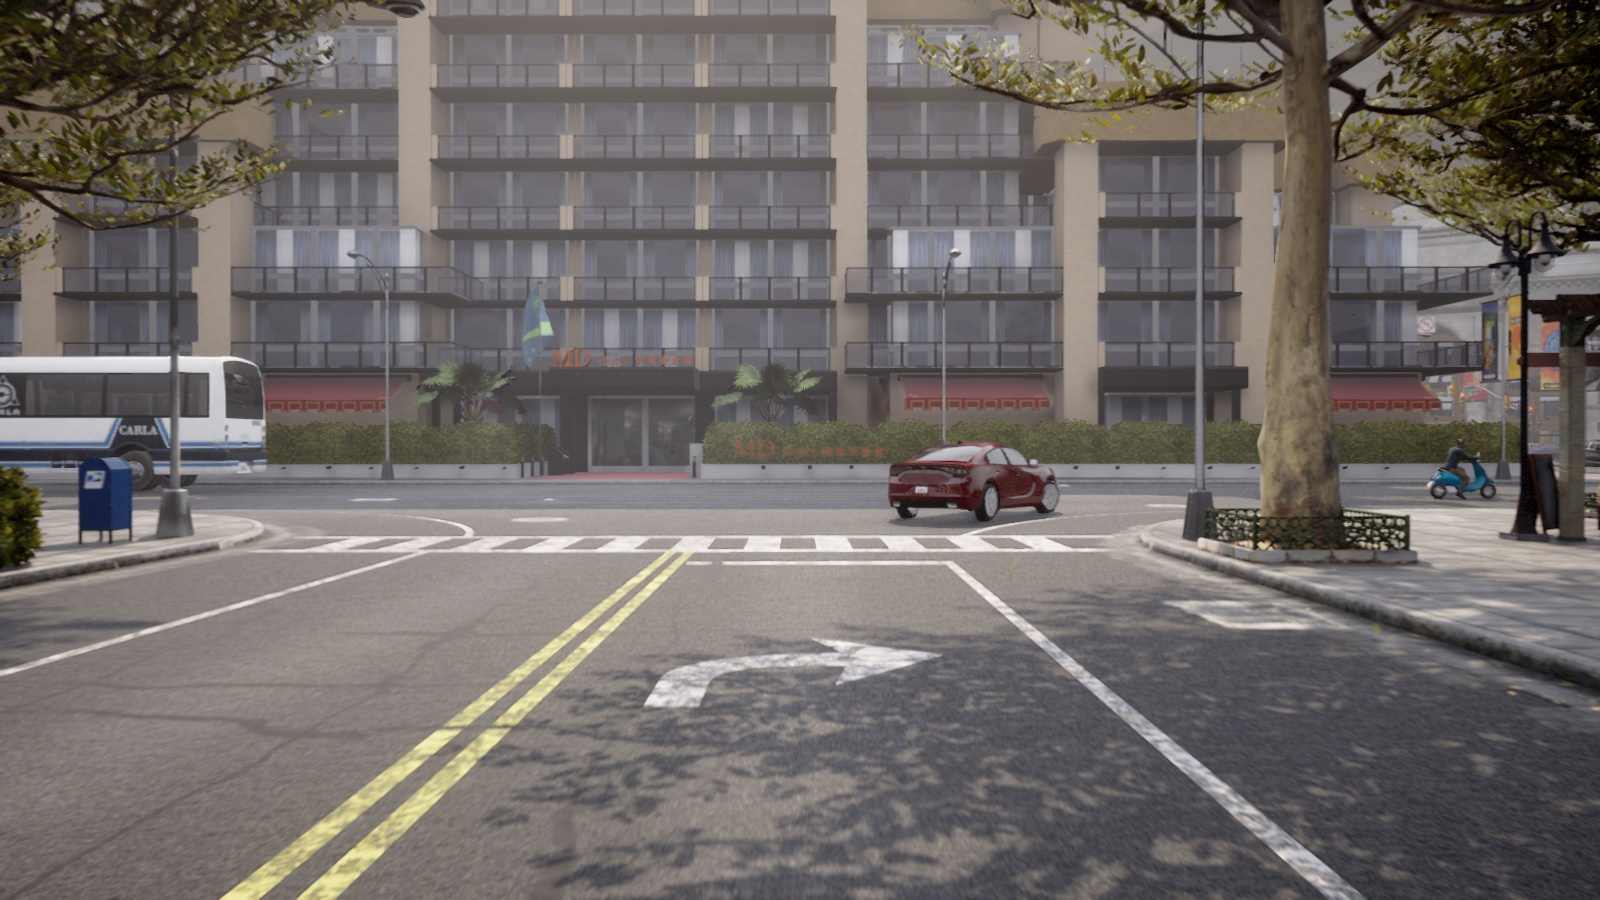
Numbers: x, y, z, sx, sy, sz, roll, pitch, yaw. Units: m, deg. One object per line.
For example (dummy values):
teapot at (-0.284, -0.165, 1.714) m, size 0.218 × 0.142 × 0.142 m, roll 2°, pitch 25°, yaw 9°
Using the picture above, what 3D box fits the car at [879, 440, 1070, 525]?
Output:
car at (3.652, 0.584, 25.429) m, size 1.882 × 1.535 × 5.008 m, roll 0°, pitch 0°, yaw 33°

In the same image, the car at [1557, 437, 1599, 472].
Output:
car at (38.527, 0.220, 59.625) m, size 2.152 × 1.651 × 5.027 m, roll 0°, pitch 0°, yaw 0°

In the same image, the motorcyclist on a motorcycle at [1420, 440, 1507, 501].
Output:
motorcyclist on a motorcycle at (17.432, 0.528, 33.021) m, size 1.817 × 1.590 × 0.866 m, roll 0°, pitch 0°, yaw 0°

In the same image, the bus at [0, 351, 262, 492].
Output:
bus at (-23.150, -0.874, 40.077) m, size 10.273 × 4.253 × 3.944 m, roll 0°, pitch 0°, yaw 0°
